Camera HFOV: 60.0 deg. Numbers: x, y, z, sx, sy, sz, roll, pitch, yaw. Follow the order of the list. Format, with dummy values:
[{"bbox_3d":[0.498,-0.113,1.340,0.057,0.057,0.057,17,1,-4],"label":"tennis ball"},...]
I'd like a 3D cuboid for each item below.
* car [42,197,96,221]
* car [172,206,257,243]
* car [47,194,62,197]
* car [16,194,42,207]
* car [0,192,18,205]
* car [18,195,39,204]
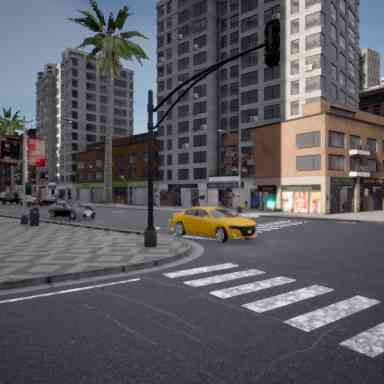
[{"bbox_3d":[-9.587,1.442,26.490,4.902,1.511,2.128,0,0,41],"label":"car"},{"bbox_3d":[0.985,1.484,16.581,1.882,1.535,5.008,1,0,-39],"label":"car"},{"bbox_3d":[-21.153,1.184,50.435,4.553,1.767,2.097,0,0,45],"label":"car"},{"bbox_3d":[-23.145,1.361,47.837,4.674,1.442,1.812,0,0,45],"label":"car"},{"bbox_3d":[-30.234,0.991,54.759,2.150,2.045,5.566,0,0,-44],"label":"car"},{"bbox_3d":[-28.193,1.270,57.321,1.837,1.490,4.892,0,0,-44],"label":"car"}]
